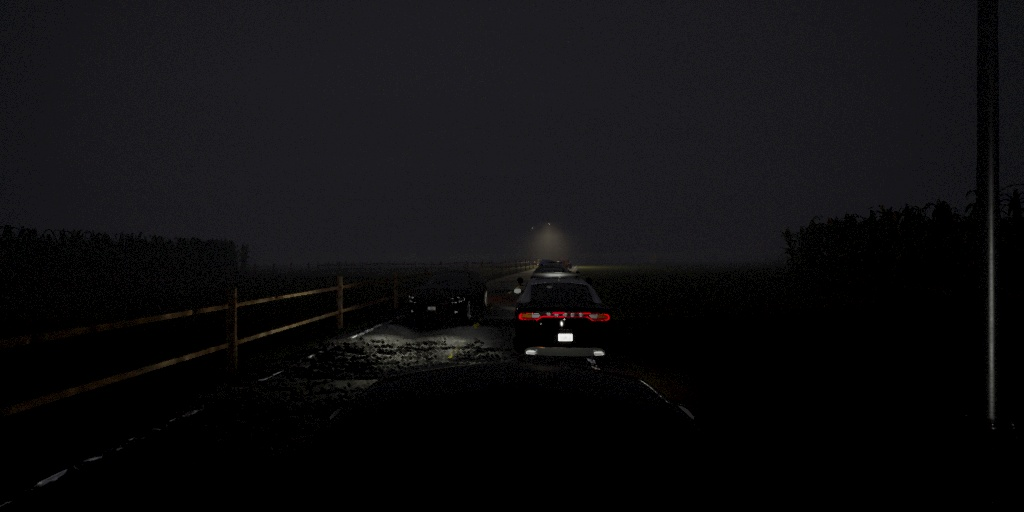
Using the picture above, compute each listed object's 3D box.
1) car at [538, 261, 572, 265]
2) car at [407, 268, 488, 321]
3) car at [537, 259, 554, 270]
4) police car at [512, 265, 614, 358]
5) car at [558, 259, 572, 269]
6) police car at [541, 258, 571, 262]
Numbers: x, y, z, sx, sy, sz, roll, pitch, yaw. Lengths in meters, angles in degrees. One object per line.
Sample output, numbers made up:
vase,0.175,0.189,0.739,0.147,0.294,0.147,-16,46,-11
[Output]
car,1.967,1.218,18.342,1.882,1.535,5.008,0,0,7
car,-2.064,1.224,12.730,1.882,1.535,5.008,0,0,5
car,5.064,1.178,53.487,1.882,1.535,5.008,0,0,12
police car,1.057,1.173,8.647,1.930,1.638,5.238,0,0,3
car,8.271,1.259,55.911,1.994,1.385,4.181,0,0,11
police car,2.855,1.159,24.295,1.930,1.638,5.238,0,0,10
